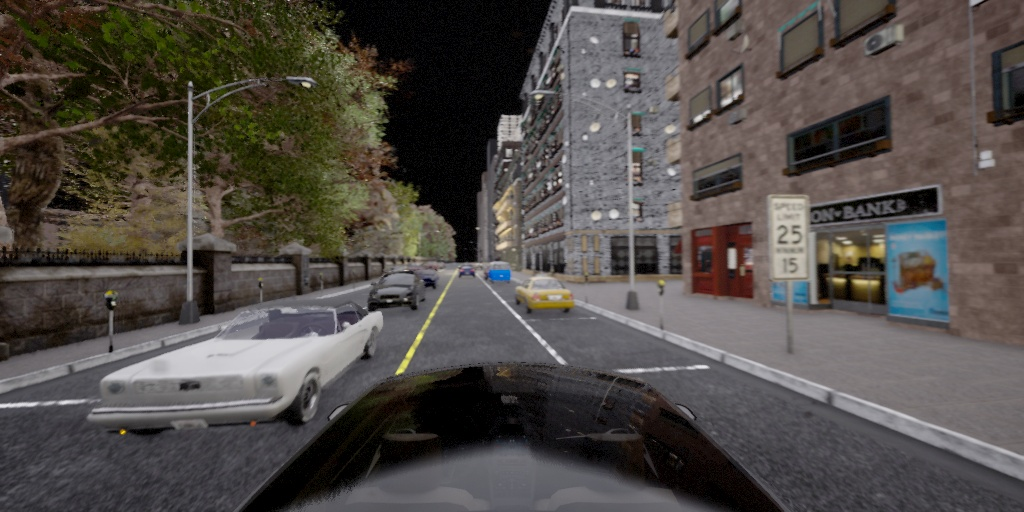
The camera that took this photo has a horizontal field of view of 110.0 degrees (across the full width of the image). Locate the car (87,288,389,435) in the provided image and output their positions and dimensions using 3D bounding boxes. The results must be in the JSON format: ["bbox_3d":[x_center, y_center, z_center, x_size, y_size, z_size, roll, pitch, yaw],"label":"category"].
[{"bbox_3d":[-3.562,1.432,5.841,1.895,1.301,4.718,-1,-1,-7],"label":"car"}]

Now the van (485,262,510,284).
[{"bbox_3d":[-1.101,1.401,30.729,1.690,1.789,3.998,0,0,-8],"label":"van"}]

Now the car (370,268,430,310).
[{"bbox_3d":[-4.891,1.452,15.752,1.837,1.490,4.892,-1,-1,-8],"label":"car"}]

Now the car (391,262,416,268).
[{"bbox_3d":[-9.402,1.577,29.585,1.967,1.591,4.097,0,0,-8],"label":"car"}]

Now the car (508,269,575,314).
[{"bbox_3d":[1.137,1.392,14.437,1.751,1.417,4.829,0,0,-8],"label":"car"}]

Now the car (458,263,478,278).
[{"bbox_3d":[-5.179,1.740,41.337,1.812,1.442,4.674,-1,-1,-8],"label":"car"}]

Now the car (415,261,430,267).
[{"bbox_3d":[-10.911,1.583,40.558,2.192,1.841,5.009,0,0,-8],"label":"car"}]

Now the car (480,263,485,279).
[{"bbox_3d":[-1.854,1.565,36.216,1.967,1.591,4.097,0,0,-8],"label":"car"}]

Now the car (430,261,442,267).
[{"bbox_3d":[-13.926,1.848,62.505,2.192,1.841,5.009,0,0,-8],"label":"car"}]

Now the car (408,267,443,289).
[{"bbox_3d":[-6.281,1.667,25.911,1.895,1.301,4.718,-1,-1,-8],"label":"car"}]
